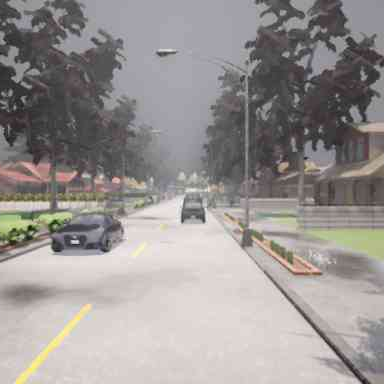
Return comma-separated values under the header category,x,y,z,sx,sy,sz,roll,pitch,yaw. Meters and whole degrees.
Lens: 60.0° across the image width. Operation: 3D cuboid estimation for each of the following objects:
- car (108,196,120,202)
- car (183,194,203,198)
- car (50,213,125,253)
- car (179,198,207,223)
category,x,y,z,sx,sy,sz,roll,pitch,yaw
car,-16.624,1.301,64.254,5.357,1.415,2.033,0,0,0
car,0.086,1.209,38.944,2.150,2.045,5.566,0,0,0
car,-4.072,1.559,13.588,1.994,1.385,4.181,0,0,0
car,0.088,1.497,25.677,1.837,1.490,4.892,0,0,0
